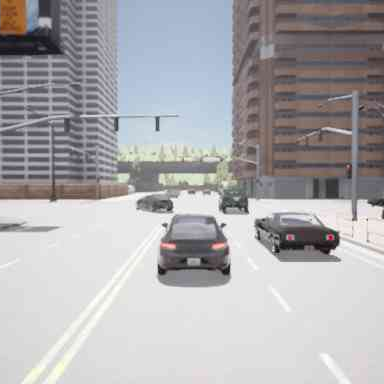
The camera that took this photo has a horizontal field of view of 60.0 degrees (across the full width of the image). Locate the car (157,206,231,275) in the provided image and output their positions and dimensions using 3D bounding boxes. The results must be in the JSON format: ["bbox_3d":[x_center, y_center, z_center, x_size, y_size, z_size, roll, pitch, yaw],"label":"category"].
[{"bbox_3d":[0.059,1.344,9.705,1.812,1.442,4.674,0,1,0],"label":"car"}]

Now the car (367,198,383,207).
[{"bbox_3d":[21.213,0.948,35.173,4.718,1.301,1.895,0,1,1],"label":"car"}]

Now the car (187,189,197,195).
[{"bbox_3d":[-0.016,-0.033,78.734,1.837,1.490,4.892,0,1,0],"label":"car"}]

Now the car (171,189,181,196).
[{"bbox_3d":[-3.515,0.097,74.410,1.882,1.535,5.008,0,1,0],"label":"car"}]

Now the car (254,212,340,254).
[{"bbox_3d":[3.571,1.371,12.301,1.895,1.301,4.718,0,1,0],"label":"car"}]

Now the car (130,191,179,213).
[{"bbox_3d":[-3.456,0.955,29.610,1.837,1.490,4.892,1,0,-33],"label":"car"}]

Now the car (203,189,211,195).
[{"bbox_3d":[3.484,0.006,78.737,2.033,1.411,5.357,0,1,0],"label":"car"}]

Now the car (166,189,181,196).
[{"bbox_3d":[-3.553,0.252,59.319,2.097,1.767,4.553,0,1,1],"label":"car"}]

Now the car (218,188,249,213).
[{"bbox_3d":[3.580,0.677,29.259,2.150,2.045,5.566,0,1,0],"label":"car"}]
